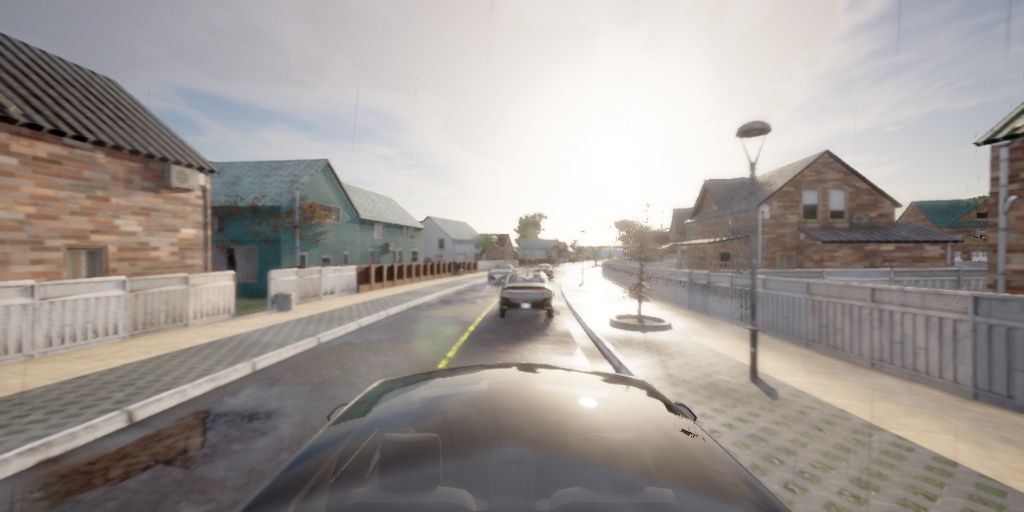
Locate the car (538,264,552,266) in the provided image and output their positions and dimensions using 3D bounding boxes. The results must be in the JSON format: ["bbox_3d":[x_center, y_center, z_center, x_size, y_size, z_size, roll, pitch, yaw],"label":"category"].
[{"bbox_3d":[3.224,1.507,35.115,2.033,1.411,5.357,0,0,10],"label":"car"}]

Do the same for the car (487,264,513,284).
[{"bbox_3d":[-0.722,1.406,28.944,2.128,1.511,4.902,0,0,8],"label":"car"}]

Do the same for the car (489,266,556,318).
[{"bbox_3d":[0.596,1.326,13.491,2.128,1.511,4.902,0,0,4],"label":"car"}]
